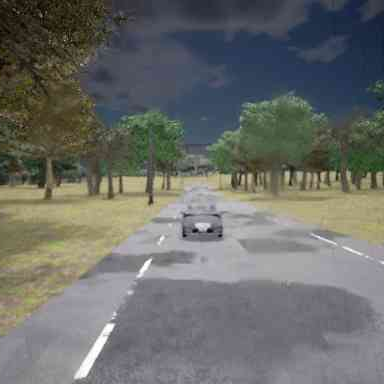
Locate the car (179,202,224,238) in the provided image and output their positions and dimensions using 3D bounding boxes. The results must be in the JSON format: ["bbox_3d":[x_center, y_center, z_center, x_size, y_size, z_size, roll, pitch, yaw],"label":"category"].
[{"bbox_3d":[0.453,1.253,16.172,2.128,1.511,4.902,0,1,0],"label":"car"}]
